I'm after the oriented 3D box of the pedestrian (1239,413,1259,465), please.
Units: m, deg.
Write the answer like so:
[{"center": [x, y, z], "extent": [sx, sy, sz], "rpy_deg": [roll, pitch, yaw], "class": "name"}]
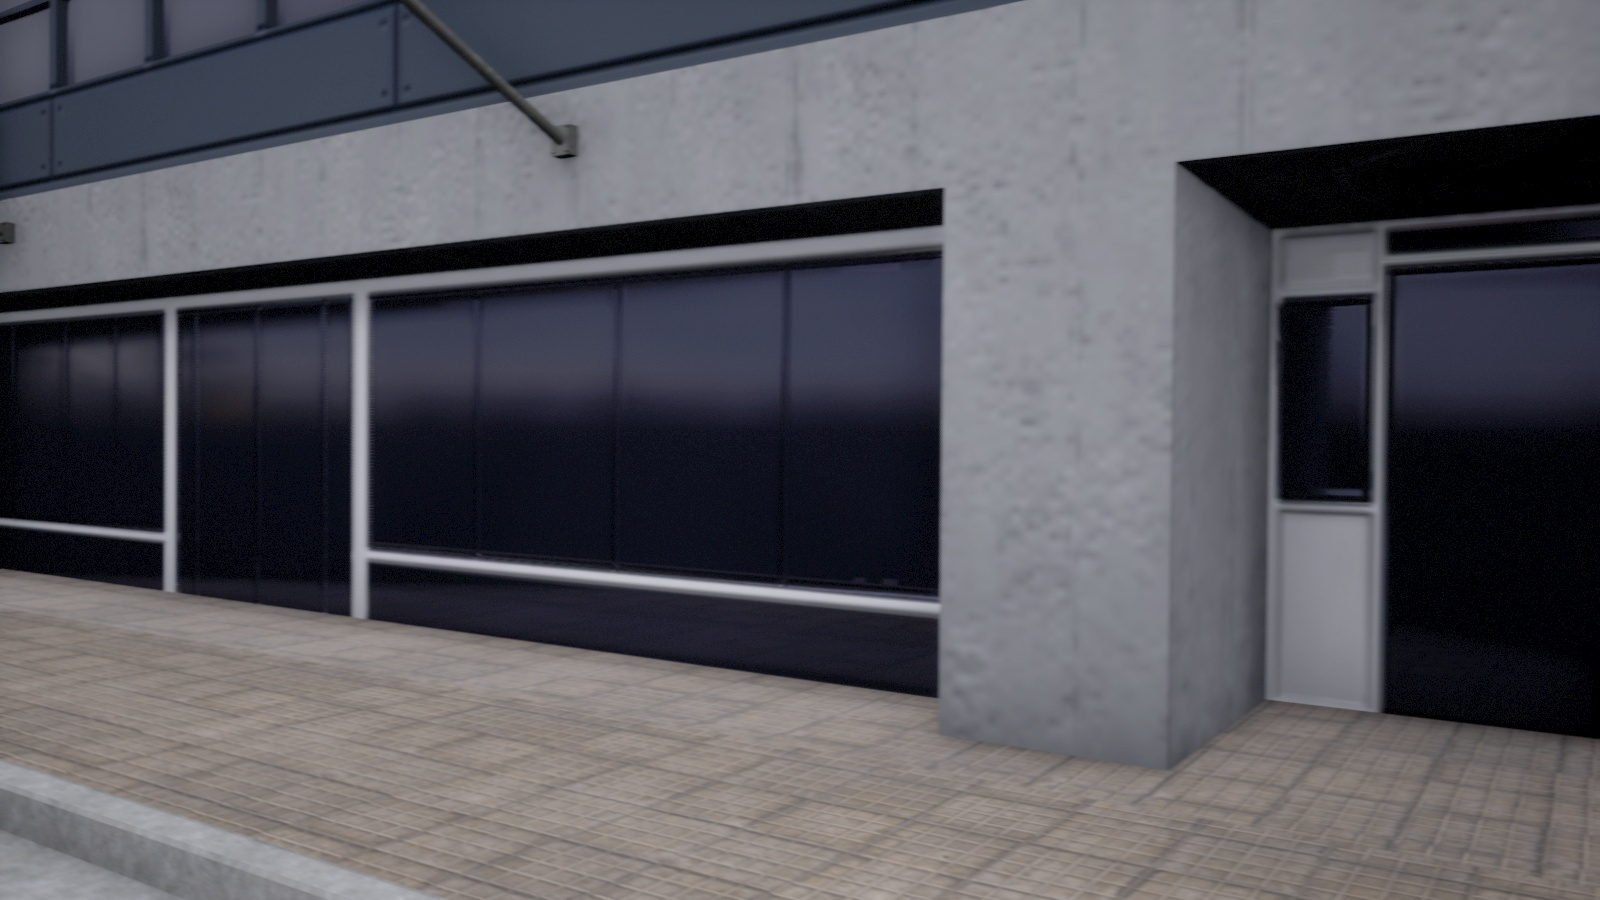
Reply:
[{"center": [16.696, -0.397, 46.720], "extent": [0.692, 1.930, 0.395], "rpy_deg": [0, 1, 20], "class": "pedestrian"}]
